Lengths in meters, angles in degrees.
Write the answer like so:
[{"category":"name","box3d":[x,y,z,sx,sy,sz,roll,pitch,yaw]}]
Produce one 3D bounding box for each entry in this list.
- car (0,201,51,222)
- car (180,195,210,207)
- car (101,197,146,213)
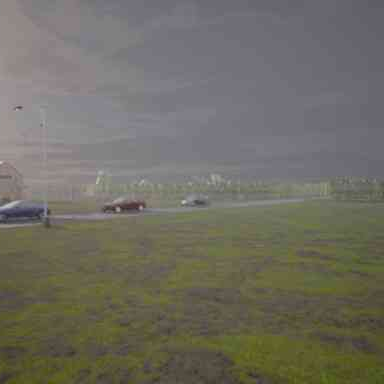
[{"category":"car","box3d":[-13.067,1.386,25.185,1.812,1.442,4.674,0,0,36]},{"category":"car","box3d":[0.438,1.151,43.316,2.128,1.511,4.902,0,0,37]},{"category":"car","box3d":[-6.838,1.245,33.587,1.882,1.535,5.008,0,0,37]}]
